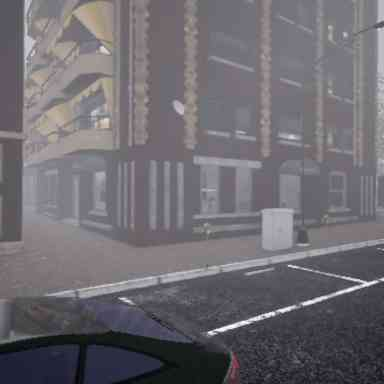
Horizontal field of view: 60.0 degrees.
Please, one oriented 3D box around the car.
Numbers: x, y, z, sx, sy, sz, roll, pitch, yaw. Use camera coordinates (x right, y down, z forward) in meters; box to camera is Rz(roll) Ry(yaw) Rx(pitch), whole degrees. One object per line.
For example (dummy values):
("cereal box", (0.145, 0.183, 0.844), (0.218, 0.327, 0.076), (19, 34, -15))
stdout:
("car", (-1.578, 1.564, 2.248), (4.181, 1.385, 1.994), (0, 0, -35))
